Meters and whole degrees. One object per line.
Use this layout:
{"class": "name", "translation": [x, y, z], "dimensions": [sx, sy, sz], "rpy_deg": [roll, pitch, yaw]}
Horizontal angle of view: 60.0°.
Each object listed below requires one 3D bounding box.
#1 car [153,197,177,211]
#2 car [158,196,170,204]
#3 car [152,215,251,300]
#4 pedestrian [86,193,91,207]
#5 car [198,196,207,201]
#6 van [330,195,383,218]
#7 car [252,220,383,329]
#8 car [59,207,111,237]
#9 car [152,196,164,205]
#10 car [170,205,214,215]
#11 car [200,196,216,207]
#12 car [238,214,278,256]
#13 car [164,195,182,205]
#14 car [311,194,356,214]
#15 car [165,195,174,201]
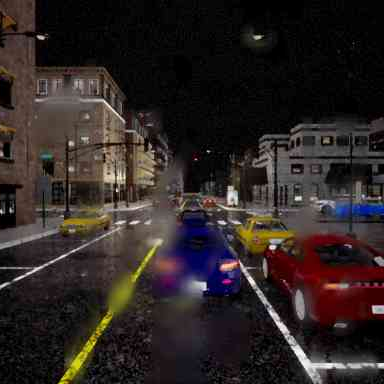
{"class": "car", "translation": [-3.106, 1.579, 39.237], "dimensions": [1.895, 1.301, 4.718], "rpy_deg": [0, 0, 0]}
{"class": "car", "translation": [-5.708, 1.595, 67.923], "dimensions": [2.008, 1.369, 4.403], "rpy_deg": [0, 0, 0]}
{"class": "car", "translation": [0.102, 1.525, 8.263], "dimensions": [1.812, 1.442, 4.674], "rpy_deg": [0, 0, 0]}
{"class": "pedestrian", "translation": [-12.638, 1.080, 40.256], "dimensions": [0.375, 1.860, 0.375], "rpy_deg": [0, 0, 0]}
{"class": "car", "translation": [2.669, 1.622, 85.027], "dimensions": [2.008, 1.369, 4.403], "rpy_deg": [-1, 0, 0]}
{"class": "van", "translation": [14.653, 1.413, 29.143], "dimensions": [3.998, 1.788, 1.690], "rpy_deg": [0, 0, 0]}
{"class": "car", "translation": [2.684, 1.544, 6.980], "dimensions": [1.887, 1.381, 4.507], "rpy_deg": [0, 0, 0]}
{"class": "car", "translation": [-5.699, 1.527, 18.207], "dimensions": [1.752, 1.417, 4.829], "rpy_deg": [0, 0, 0]}
{"class": "car", "translation": [-5.706, 1.580, 56.529], "dimensions": [2.008, 1.369, 4.403], "rpy_deg": [0, 0, 0]}
{"class": "car", "translation": [0.097, 1.565, 16.956], "dimensions": [1.994, 1.385, 4.181], "rpy_deg": [0, 0, 0]}
{"class": "car", "translation": [2.674, 1.462, 50.846], "dimensions": [1.967, 1.590, 4.097], "rpy_deg": [0, 0, 0]}
{"class": "car", "translation": [2.683, 1.526, 12.848], "dimensions": [1.752, 1.417, 4.829], "rpy_deg": [0, 0, 0]}
{"class": "car", "translation": [-3.101, 1.589, 53.858], "dimensions": [1.994, 1.385, 4.181], "rpy_deg": [0, 0, 0]}
{"class": "car", "translation": [15.478, 1.256, 34.937], "dimensions": [5.566, 2.045, 2.150], "rpy_deg": [0, 0, 0]}
{"class": "car", "translation": [-5.712, 1.596, 84.843], "dimensions": [1.752, 1.417, 4.829], "rpy_deg": [0, 0, 0]}
